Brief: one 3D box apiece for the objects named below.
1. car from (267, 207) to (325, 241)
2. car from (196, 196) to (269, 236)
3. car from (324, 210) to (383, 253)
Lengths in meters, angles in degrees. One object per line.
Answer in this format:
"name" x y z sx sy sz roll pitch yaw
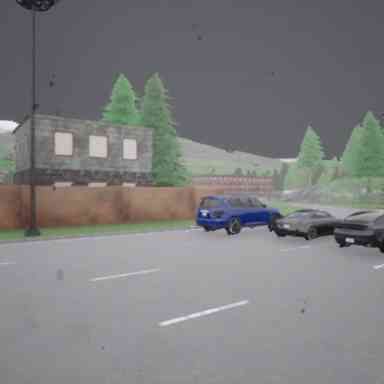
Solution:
"car" 6.073 1.569 16.711 4.181 1.385 1.994 0 0 -35
"car" 2.754 1.229 18.873 5.566 2.045 2.150 0 0 -38
"car" 7.791 1.512 13.638 4.892 1.490 1.837 -1 0 -35
